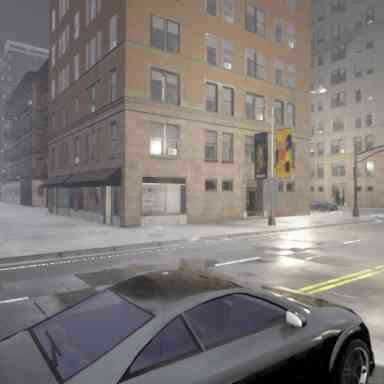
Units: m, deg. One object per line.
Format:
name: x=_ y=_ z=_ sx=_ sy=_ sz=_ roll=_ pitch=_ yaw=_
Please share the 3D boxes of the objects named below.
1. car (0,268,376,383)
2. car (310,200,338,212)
car: x=0.133 y=1.564 z=3.553 sx=4.181 sy=1.385 sz=1.994 roll=0 pitch=0 yaw=-36
car: x=14.333 y=1.547 z=37.759 sx=1.994 sy=1.385 sz=4.181 roll=0 pitch=0 yaw=-36
